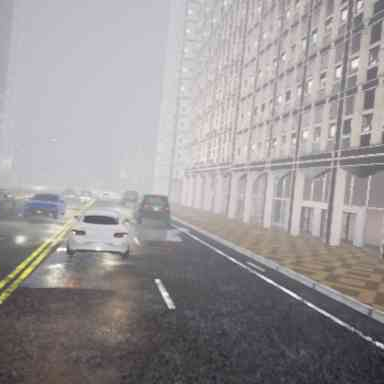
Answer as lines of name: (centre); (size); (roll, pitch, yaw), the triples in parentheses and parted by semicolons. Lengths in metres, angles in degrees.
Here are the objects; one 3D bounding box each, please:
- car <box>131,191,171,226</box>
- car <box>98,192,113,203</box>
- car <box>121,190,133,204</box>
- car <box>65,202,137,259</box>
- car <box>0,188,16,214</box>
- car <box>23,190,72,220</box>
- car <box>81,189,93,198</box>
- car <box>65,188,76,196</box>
car: (-2.890, 1.133, 23.604); (2.150, 2.045, 5.566); (5, 0, -14)
car: (-11.904, 0.753, 45.976); (1.812, 1.442, 4.674); (5, 0, -14)
car: (-8.457, 0.771, 45.642); (2.150, 2.045, 5.566); (5, 0, -14)
car: (-3.193, 1.316, 11.666); (1.812, 1.442, 4.674); (5, 0, -14)
car: (-12.321, 0.493, 20.546); (2.128, 1.511, 4.902); (5, 0, -14)
car: (-9.060, 0.788, 20.855); (1.882, 1.535, 5.008); (5, 0, -14)
car: (-18.980, 0.181, 60.214); (2.128, 1.511, 4.902); (5, 0, -14)
car: (-22.767, -0.100, 62.037); (1.994, 1.385, 4.181); (5, 0, -14)
